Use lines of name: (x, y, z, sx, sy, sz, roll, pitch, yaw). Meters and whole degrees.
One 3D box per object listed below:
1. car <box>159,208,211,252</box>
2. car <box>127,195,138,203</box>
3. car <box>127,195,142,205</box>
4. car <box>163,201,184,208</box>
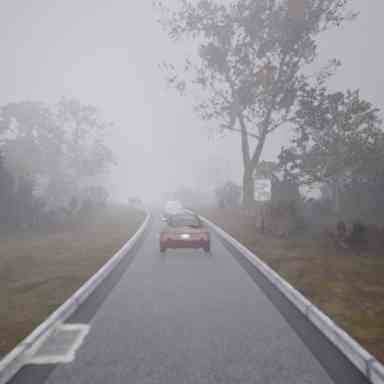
car: (-0.342, 1.577, 14.089, 1.994, 1.385, 4.181, 0, 0, -3)
car: (-12.335, 1.392, 68.860, 1.882, 1.535, 5.008, 0, 0, -15)
car: (-10.116, 1.401, 59.721, 2.097, 1.767, 4.553, 0, 0, -13)
car: (-1.698, 1.553, 30.507, 1.812, 1.442, 4.674, 0, 0, -6)
